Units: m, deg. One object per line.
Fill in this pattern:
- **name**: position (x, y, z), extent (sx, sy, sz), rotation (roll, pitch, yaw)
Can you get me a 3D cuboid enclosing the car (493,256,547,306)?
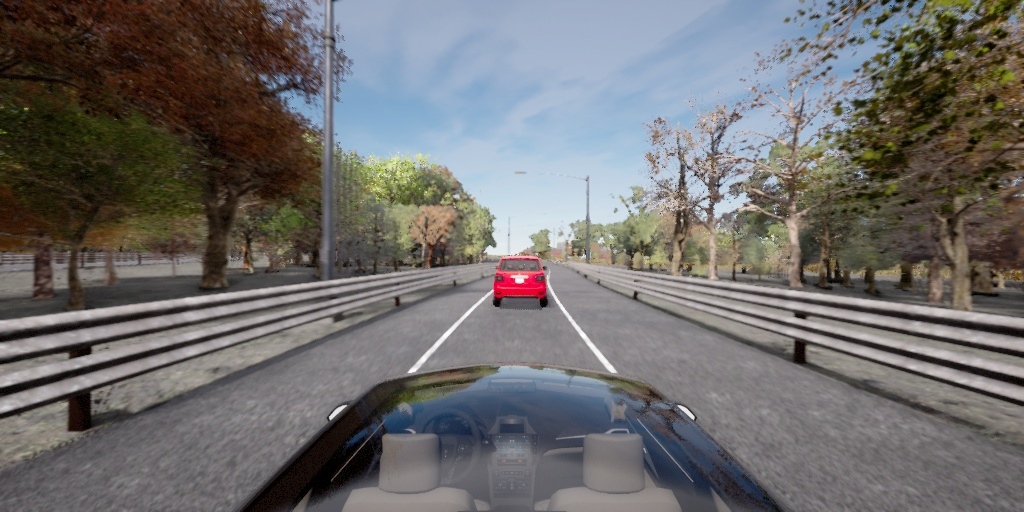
- **car**: position (0.421, 1.034, 16.276), extent (2.150, 2.045, 5.566), rotation (0, 0, 3)
